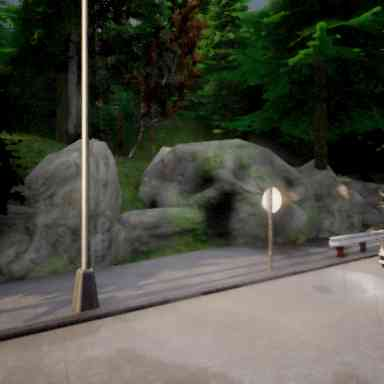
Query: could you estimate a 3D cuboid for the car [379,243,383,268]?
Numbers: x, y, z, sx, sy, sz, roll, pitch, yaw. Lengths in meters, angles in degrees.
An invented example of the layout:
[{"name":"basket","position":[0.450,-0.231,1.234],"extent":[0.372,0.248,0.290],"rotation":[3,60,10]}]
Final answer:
[{"name":"car","position":[7.427,1.506,9.879],"extent":[4.674,1.442,1.812],"rotation":[0,0,-35]}]
